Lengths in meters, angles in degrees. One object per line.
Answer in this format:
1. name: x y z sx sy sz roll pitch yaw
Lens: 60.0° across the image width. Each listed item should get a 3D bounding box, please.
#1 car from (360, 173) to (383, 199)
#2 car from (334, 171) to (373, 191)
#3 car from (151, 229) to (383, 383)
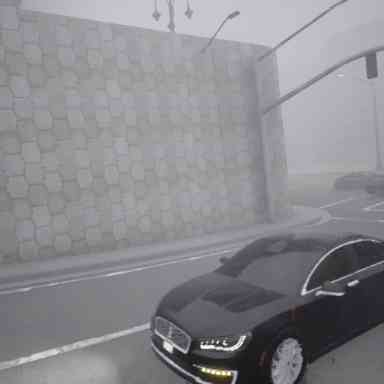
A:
1. car: 12.959 -0.341 19.603 1.895 1.301 4.718 -10 6 -35
2. car: 13.080 -0.891 25.428 1.994 1.385 4.181 -10 6 -35
3. car: 1.701 1.426 5.188 4.892 1.490 1.837 -3 2 -35
